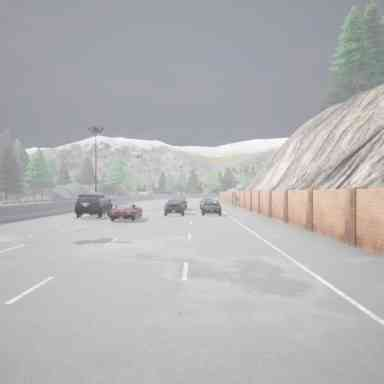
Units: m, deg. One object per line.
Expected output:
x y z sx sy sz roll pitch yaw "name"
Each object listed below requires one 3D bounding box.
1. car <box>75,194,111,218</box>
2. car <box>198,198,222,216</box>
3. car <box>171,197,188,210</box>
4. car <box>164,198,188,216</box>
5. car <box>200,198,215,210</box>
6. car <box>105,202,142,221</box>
-8.675 1.221 29.822 2.150 2.045 5.566 0 0 0 "car"
1.849 1.492 32.721 2.128 1.511 4.902 0 0 0 "car"
-1.570 1.478 43.056 1.882 1.535 5.008 0 0 0 "car"
-1.652 1.505 32.606 1.837 1.490 4.892 0 0 0 "car"
1.928 1.526 42.929 1.812 1.442 4.674 0 0 1 "car"
-5.199 1.601 26.744 1.895 1.301 4.718 0 0 0 "car"
